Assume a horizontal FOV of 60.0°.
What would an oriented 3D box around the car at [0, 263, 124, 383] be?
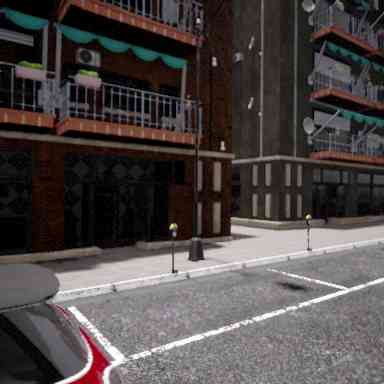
[{"bbox_3d":[-2.592,1.353,1.547,4.553,1.767,2.097,0,0,-35],"label":"car"}]
